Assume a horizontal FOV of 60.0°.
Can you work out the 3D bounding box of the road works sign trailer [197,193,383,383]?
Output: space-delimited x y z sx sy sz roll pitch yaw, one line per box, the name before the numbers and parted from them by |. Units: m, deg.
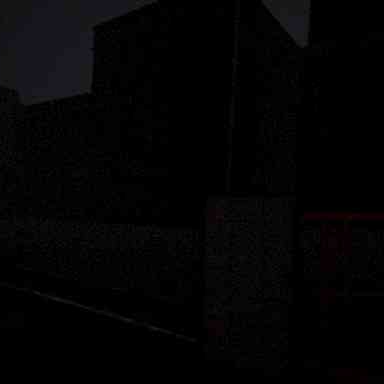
road works sign trailer | 1.751 1.202 4.062 3.560 2.380 2.880 0 -2 27
